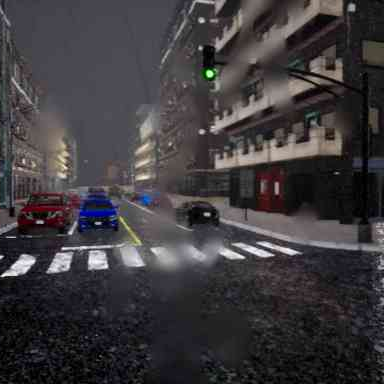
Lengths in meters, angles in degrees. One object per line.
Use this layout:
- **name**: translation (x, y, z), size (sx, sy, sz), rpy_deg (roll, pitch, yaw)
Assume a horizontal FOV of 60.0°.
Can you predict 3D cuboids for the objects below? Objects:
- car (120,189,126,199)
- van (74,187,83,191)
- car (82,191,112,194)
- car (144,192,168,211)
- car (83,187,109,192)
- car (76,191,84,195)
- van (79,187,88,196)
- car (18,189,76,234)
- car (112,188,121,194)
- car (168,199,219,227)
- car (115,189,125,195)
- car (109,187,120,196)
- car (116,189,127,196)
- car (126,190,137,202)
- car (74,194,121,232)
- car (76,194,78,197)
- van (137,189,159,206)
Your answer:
- **car**: translation (-10.687, 0.415, 56.475), size (2.008, 1.369, 4.403), rpy_deg (0, 1, -16)
- **van**: translation (-13.584, 0.569, 38.277), size (1.690, 1.788, 3.998), rpy_deg (0, 1, -16)
- **car**: translation (-7.882, 0.943, 27.554), size (1.837, 1.490, 4.892), rpy_deg (0, 1, -16)
- **car**: translation (-2.908, 0.974, 29.833), size (1.802, 1.307, 4.206), rpy_deg (0, 1, -16)
- **car**: translation (-10.840, 0.459, 37.712), size (2.150, 2.045, 5.566), rpy_deg (0, 1, -16)
- **car**: translation (-12.028, 0.878, 32.952), size (1.887, 1.381, 4.507), rpy_deg (0, 1, -16)
- **van**: translation (-22.919, -0.070, 70.248), size (1.690, 1.788, 3.998), rpy_deg (0, 1, -16)
- **car**: translation (-7.360, 0.963, 16.962), size (2.192, 1.841, 5.009), rpy_deg (0, 1, -16)
- **car**: translation (-20.023, -0.231, 88.445), size (2.008, 1.369, 4.403), rpy_deg (0, 1, -16)
- **car**: translation (0.204, 1.167, 19.175), size (1.947, 1.339, 4.313), rpy_deg (0, 1, -16)
- **car**: translation (-16.911, -0.021, 77.789), size (1.887, 1.381, 4.507), rpy_deg (0, 1, -16)
- **car**: translation (-13.315, 0.082, 56.656), size (2.150, 2.045, 5.566), rpy_deg (0, 1, -16)
- **car**: translation (-15.355, 0.087, 72.460), size (1.887, 1.381, 4.507), rpy_deg (0, 1, -16)
- **car**: translation (-7.575, 0.516, 45.815), size (1.967, 1.590, 4.097), rpy_deg (0, 1, -16)
- **car**: translation (-4.981, 1.112, 17.599), size (1.882, 1.535, 5.008), rpy_deg (0, 1, -16)
- **car**: translation (-8.916, 1.088, 22.295), size (1.887, 1.381, 4.507), rpy_deg (0, 1, -16)
- **van**: translation (-4.463, 0.628, 35.157), size (1.690, 1.788, 3.998), rpy_deg (0, 1, -16)
